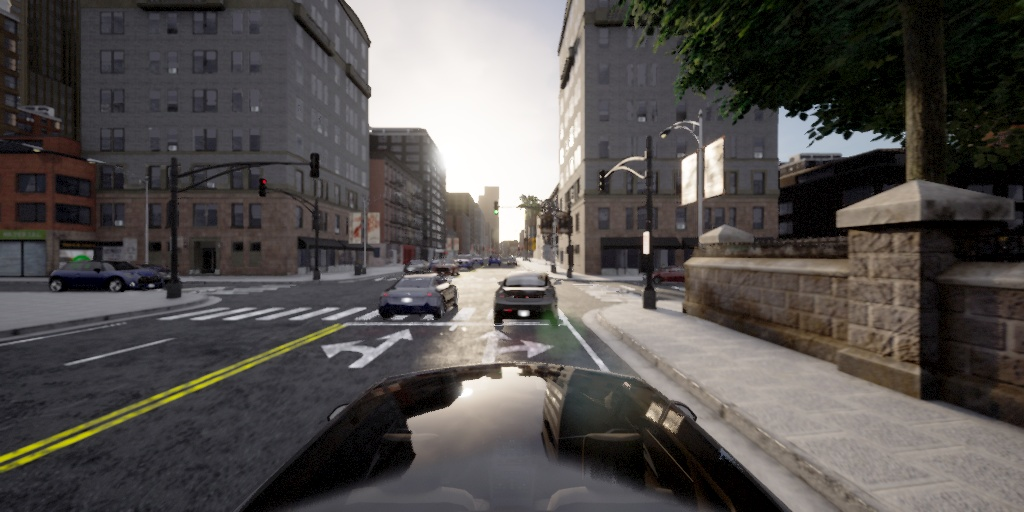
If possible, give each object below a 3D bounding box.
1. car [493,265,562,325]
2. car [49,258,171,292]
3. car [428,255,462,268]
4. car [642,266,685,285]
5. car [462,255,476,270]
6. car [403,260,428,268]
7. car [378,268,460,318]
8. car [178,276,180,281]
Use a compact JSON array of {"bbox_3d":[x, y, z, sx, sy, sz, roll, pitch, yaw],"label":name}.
[{"bbox_3d":[0.551,1.229,11.742,1.837,1.490,4.892,0,0,6],"label":"car"},{"bbox_3d":[-21.675,1.020,19.336,4.553,1.767,2.097,0,0,0],"label":"car"},{"bbox_3d":[-6.551,1.008,35.779,2.097,1.767,4.553,0,0,-1],"label":"car"},{"bbox_3d":[11.301,1.320,25.056,4.207,1.307,1.802,0,0,2],"label":"car"},{"bbox_3d":[-6.565,0.835,48.368,2.150,2.045,5.566,0,0,1],"label":"car"},{"bbox_3d":[-9.836,1.143,37.177,2.128,1.511,4.902,0,0,0],"label":"car"},{"bbox_3d":[-3.147,1.285,12.756,1.994,1.385,4.181,0,0,0],"label":"car"},{"bbox_3d":[-23.576,1.222,22.510,4.181,1.385,1.994,0,0,0],"label":"car"}]
